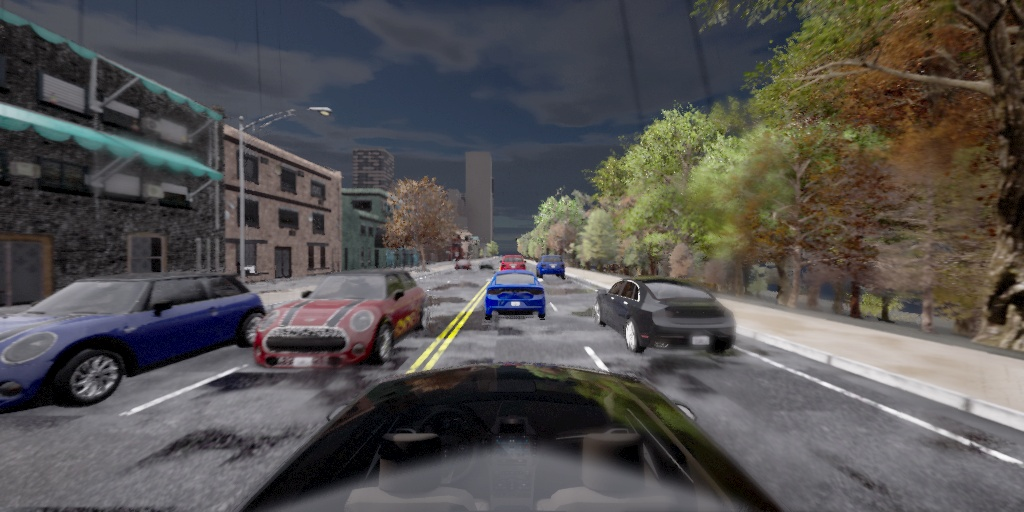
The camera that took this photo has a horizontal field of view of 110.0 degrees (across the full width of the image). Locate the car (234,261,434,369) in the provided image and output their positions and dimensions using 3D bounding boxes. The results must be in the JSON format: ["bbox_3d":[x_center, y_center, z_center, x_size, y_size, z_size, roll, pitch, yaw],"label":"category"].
[{"bbox_3d":[-3.349,1.101,7.989,2.097,1.767,4.553,0,0,0],"label":"car"}]

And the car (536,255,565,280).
[{"bbox_3d":[3.358,0.967,31.874,2.150,2.045,5.566,0,0,0],"label":"car"}]

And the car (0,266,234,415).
[{"bbox_3d":[-6.600,1.102,6.200,2.097,1.767,4.553,0,0,0],"label":"car"}]

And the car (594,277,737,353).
[{"bbox_3d":[3.351,1.254,8.778,1.837,1.490,4.892,0,0,0],"label":"car"}]

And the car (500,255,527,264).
[{"bbox_3d":[0.109,0.967,31.815,2.150,2.045,5.566,0,0,0],"label":"car"}]

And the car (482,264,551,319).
[{"bbox_3d":[0.102,1.226,12.801,1.882,1.535,5.008,0,0,0],"label":"car"}]

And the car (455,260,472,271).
[{"bbox_3d":[-6.673,1.223,49.308,1.882,1.535,5.008,0,0,-1],"label":"car"}]

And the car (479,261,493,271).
[{"bbox_3d":[-3.420,1.346,48.443,1.895,1.301,4.718,0,0,-1],"label":"car"}]
